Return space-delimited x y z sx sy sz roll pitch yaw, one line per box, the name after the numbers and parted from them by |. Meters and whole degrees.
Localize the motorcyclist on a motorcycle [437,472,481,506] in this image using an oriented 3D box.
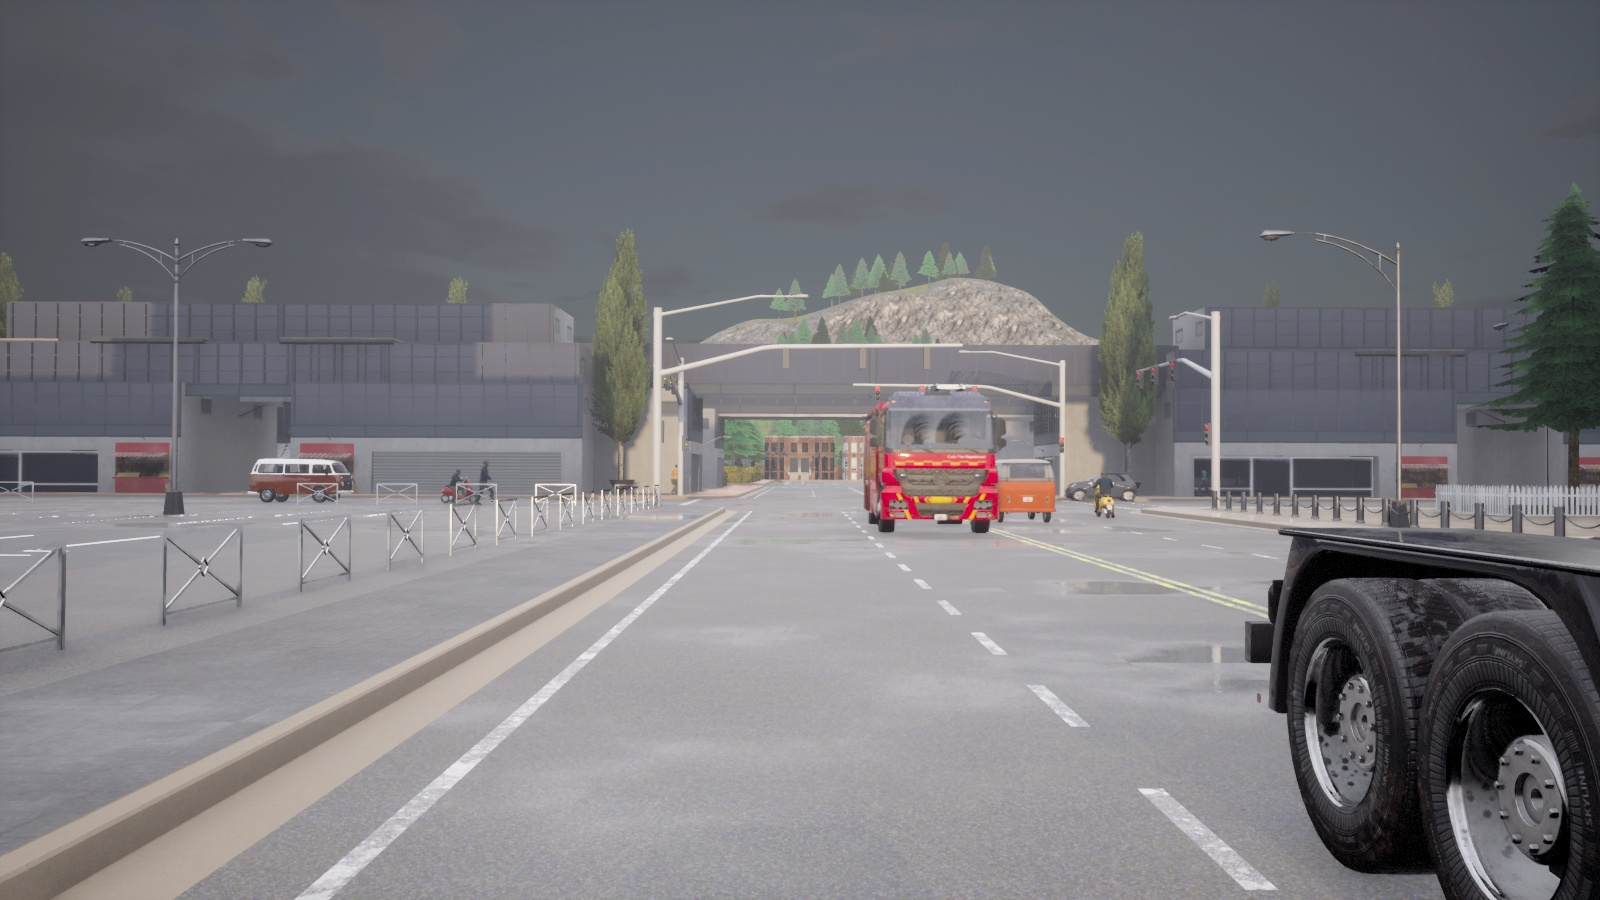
-15.840 1.808 58.317 1.817 1.590 0.866 0 -1 1 | motorcyclist on a motorcycle

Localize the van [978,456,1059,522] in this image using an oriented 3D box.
6.910 1.211 40.102 1.775 1.987 4.442 0 -1 0 | van

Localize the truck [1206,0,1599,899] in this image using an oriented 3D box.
3.496 -0.142 2.332 2.891 3.462 7.936 0 -1 0 | truck

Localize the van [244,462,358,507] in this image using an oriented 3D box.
-23.202 1.611 58.494 4.480 2.038 2.069 0 -1 1 | van

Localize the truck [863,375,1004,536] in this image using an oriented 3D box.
3.404 0.209 34.203 2.891 3.827 8.468 0 -1 0 | truck

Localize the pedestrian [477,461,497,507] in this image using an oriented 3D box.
-12.497 1.363 50.114 0.726 1.842 0.402 0 -1 -7 | pedestrian

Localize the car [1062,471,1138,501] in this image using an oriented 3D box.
15.649 1.865 65.636 3.633 1.501 1.845 0 -1 6 | car

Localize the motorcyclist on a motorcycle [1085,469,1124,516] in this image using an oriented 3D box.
10.405 1.447 43.000 0.866 1.590 1.817 0 -1 0 | motorcyclist on a motorcycle

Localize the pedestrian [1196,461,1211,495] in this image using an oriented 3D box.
23.097 1.586 71.927 0.692 1.930 0.396 0 -1 -3 | pedestrian
